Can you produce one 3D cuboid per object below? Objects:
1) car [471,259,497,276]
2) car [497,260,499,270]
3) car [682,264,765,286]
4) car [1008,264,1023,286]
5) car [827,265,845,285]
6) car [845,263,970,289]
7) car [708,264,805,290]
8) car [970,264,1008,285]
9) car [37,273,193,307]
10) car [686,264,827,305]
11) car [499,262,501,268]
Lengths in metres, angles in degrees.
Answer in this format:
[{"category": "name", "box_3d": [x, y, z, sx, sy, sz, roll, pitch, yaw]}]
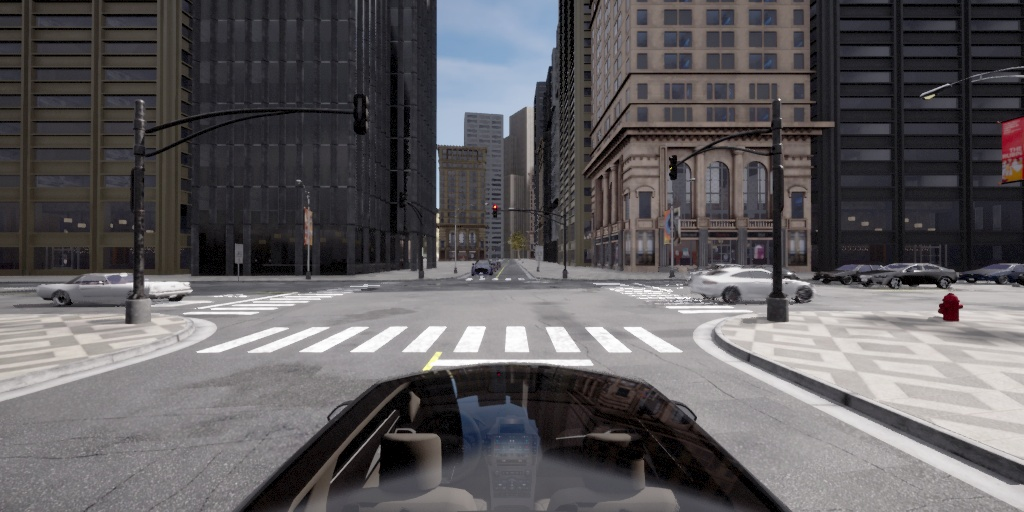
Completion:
[{"category": "car", "box_3d": [-3.048, 1.146, 37.627, 2.097, 1.767, 4.553, 0, 0, 0]}, {"category": "car", "box_3d": [-3.058, 1.378, 46.399, 1.994, 1.385, 4.181, 0, 0, 0]}, {"category": "car", "box_3d": [14.637, 1.264, 24.977, 4.674, 1.442, 1.812, 0, 0, 0]}, {"category": "car", "box_3d": [33.684, 1.232, 21.732, 4.181, 1.385, 1.994, 0, 0, 0]}, {"category": "car", "box_3d": [24.219, 1.262, 24.982, 5.357, 1.411, 2.033, 0, 0, 0]}, {"category": "car", "box_3d": [23.812, 1.183, 21.730, 4.902, 1.511, 2.128, 0, 0, 0]}, {"category": "car", "box_3d": [14.702, 1.240, 21.716, 4.674, 1.442, 1.812, 0, 0, -1]}, {"category": "car", "box_3d": [34.647, 1.237, 24.990, 5.357, 1.411, 2.033, 0, 0, -1]}, {"category": "car", "box_3d": [-16.376, 1.366, 14.996, 4.718, 1.301, 1.895, 0, 0, 0]}, {"category": "car", "box_3d": [9.954, 1.203, 15.020, 4.674, 1.442, 1.812, 0, 0, 0]}, {"category": "car", "box_3d": [-3.054, 1.401, 55.430, 1.994, 1.385, 4.181, 0, 0, 0]}]
